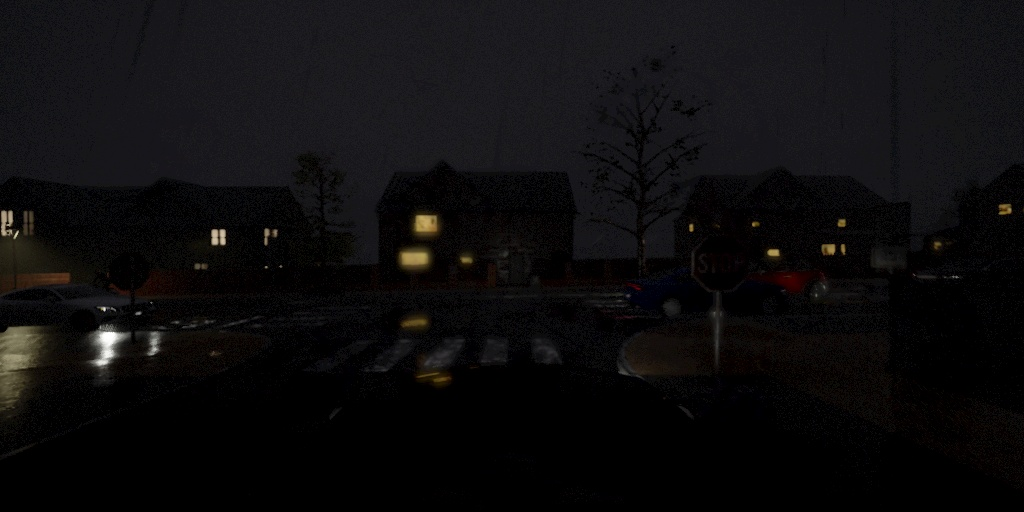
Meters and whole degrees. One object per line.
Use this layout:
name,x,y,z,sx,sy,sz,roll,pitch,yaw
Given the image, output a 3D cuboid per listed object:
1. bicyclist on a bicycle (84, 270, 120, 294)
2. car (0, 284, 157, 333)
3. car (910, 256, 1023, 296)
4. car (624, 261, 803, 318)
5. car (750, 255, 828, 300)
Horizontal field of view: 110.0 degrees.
bicyclist on a bicycle,-20.200,1.501,17.644,0.582,1.620,1.656,-1,1,0
car,-14.635,1.651,11.817,4.674,1.442,1.812,-1,1,0
car,19.572,0.779,14.899,4.902,1.511,2.128,-1,1,0
car,6.312,1.107,11.901,5.008,1.535,1.882,-1,1,0
car,10.139,0.862,14.864,4.553,1.767,2.097,-1,1,0
